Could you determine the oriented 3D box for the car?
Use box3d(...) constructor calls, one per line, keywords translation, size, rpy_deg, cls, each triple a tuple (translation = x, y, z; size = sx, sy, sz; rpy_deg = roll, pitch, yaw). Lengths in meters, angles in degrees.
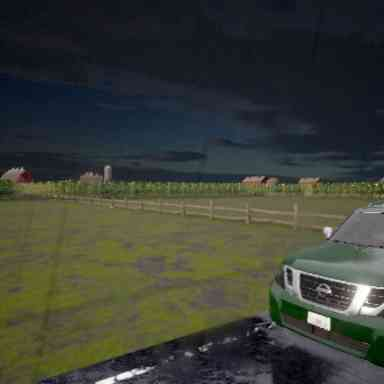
box3d(translation=(3.792, 1.205, 5.655), size=(5.566, 2.045, 2.150), rpy_deg=(0, 0, -36), cls="car")
